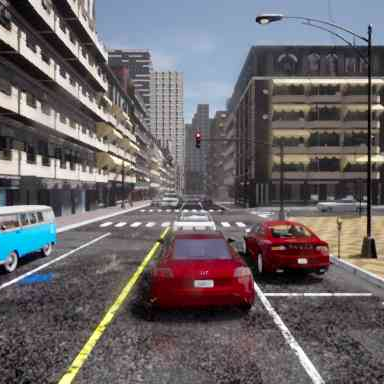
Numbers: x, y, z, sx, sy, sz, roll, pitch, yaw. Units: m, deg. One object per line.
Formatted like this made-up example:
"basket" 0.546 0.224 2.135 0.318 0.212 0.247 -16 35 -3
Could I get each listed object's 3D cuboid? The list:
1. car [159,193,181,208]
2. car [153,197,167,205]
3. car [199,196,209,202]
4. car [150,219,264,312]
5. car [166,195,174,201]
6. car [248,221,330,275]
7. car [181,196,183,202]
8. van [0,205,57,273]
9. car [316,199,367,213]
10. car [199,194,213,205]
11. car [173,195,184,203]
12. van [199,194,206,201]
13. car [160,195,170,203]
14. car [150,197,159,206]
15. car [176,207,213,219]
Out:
"car" -3.066 1.231 47.377 2.150 2.045 5.566 0 0 0
"car" -5.680 1.584 59.315 1.947 1.339 4.313 0 0 0
"car" 2.705 1.583 75.891 2.008 1.369 4.403 -1 0 0
"car" 0.124 1.563 7.797 1.994 1.385 4.181 0 0 -2
"car" -5.672 1.570 86.785 1.752 1.417 4.829 -1 0 0
"car" 2.685 1.544 10.308 1.887 1.381 4.507 0 0 0
"car" -3.056 1.580 59.483 1.994 1.385 4.181 0 0 0
"van" -5.696 1.340 10.312 1.690 1.788 3.998 0 0 0
"car" 15.008 1.328 33.294 4.718 1.301 1.895 -1 0 -1
"car" 2.699 1.458 59.308 1.967 1.590 4.097 -1 0 0
"car" -2.979 1.556 73.798 2.128 1.511 4.902 0 0 0
"van" 2.706 1.386 86.947 1.690 1.788 3.998 -1 0 0
"car" -5.678 1.467 70.371 1.967 1.590 4.097 -1 0 0
"car" -5.682 1.564 53.788 2.008 1.369 4.403 0 0 0
"car" 0.116 1.600 16.596 1.895 1.301 4.718 0 0 1
